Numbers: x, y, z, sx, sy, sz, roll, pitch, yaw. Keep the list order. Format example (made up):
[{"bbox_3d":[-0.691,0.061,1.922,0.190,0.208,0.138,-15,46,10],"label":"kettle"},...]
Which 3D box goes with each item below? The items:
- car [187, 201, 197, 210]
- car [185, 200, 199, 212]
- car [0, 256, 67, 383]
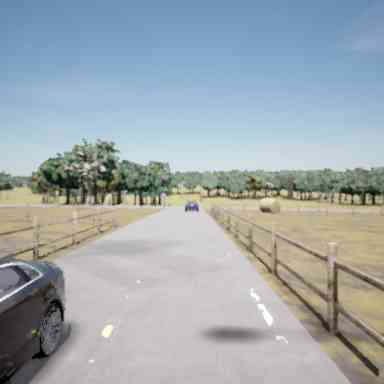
[{"bbox_3d":[-0.012,2.410,59.529,1.837,1.490,4.892,0,-2,0],"label":"car"},{"bbox_3d":[-0.010,1.980,49.530,2.097,1.767,4.553,0,-1,0],"label":"car"},{"bbox_3d":[-2.832,1.499,3.185,2.128,1.511,4.902,0,0,0],"label":"car"}]
